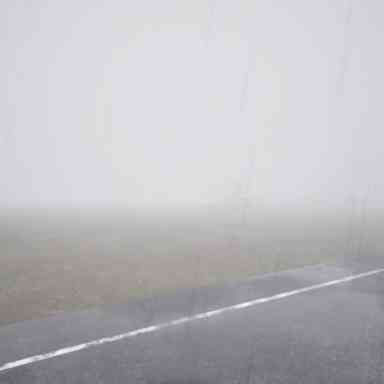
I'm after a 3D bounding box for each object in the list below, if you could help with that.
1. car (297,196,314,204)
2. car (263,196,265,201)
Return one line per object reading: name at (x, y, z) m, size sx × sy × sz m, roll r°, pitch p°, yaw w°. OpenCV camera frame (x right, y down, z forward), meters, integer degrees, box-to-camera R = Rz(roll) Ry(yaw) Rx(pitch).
car at (23.777, 1.617, 70.213) m, size 2.128 × 1.511 × 4.902 m, roll 0°, pitch 0°, yaw -33°
car at (15.911, 1.396, 82.460) m, size 2.097 × 1.767 × 4.553 m, roll 0°, pitch 0°, yaw -33°
